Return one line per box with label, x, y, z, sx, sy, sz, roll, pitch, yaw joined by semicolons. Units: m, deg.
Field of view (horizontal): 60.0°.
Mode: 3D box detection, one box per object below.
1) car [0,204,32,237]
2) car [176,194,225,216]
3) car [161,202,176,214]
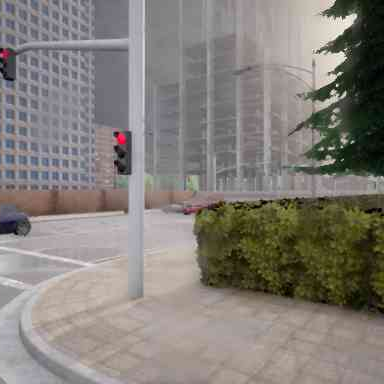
car;-10.423;1.407;16.267;2.097;1.767;4.553;0;0;35
car;1.274;1.273;32.680;2.150;2.045;5.566;0;0;36
car;-1.145;1.656;35.314;1.895;1.301;4.718;0;0;36
